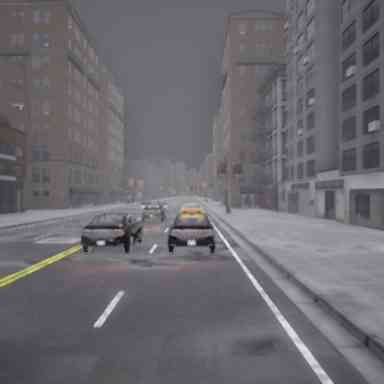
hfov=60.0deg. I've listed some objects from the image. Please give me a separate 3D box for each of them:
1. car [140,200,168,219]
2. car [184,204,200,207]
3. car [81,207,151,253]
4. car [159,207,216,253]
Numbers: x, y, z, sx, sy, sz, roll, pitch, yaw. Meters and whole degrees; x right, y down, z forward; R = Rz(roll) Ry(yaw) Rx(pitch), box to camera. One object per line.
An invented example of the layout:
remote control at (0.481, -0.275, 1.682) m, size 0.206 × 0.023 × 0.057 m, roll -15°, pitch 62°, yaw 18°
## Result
car at (-3.253, 1.768, 29.300) m, size 2.128 × 1.511 × 4.902 m, roll 0°, pitch 0°, yaw 0°
car at (-0.002, 1.755, 29.497) m, size 1.882 × 1.535 × 5.008 m, roll 0°, pitch 0°, yaw 0°
car at (-3.250, 1.627, 14.299) m, size 2.128 × 1.511 × 4.902 m, roll 0°, pitch 0°, yaw 0°
car at (0.000, 1.627, 14.291) m, size 2.128 × 1.511 × 4.902 m, roll 0°, pitch 0°, yaw 0°
